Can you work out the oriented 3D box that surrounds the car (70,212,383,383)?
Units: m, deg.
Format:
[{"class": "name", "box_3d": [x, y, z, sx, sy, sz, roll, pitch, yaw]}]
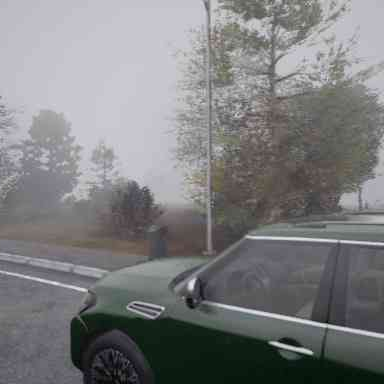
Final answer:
[{"class": "car", "box_3d": [1.316, 1.209, 2.936, 5.566, 2.045, 2.150, 0, 0, 35]}]
